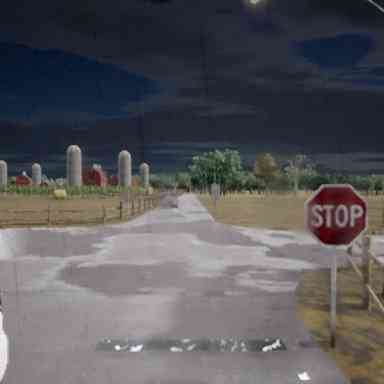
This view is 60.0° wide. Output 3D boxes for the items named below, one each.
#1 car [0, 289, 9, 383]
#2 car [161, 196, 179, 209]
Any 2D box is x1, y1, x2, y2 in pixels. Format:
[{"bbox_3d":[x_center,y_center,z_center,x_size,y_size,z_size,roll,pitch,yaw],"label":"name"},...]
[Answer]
[{"bbox_3d":[-2.752,1.232,0.790,2.150,2.045,5.566,0,0,0],"label":"car"},{"bbox_3d":[-2.879,1.262,43.922,2.097,1.767,4.553,0,0,0],"label":"car"}]
